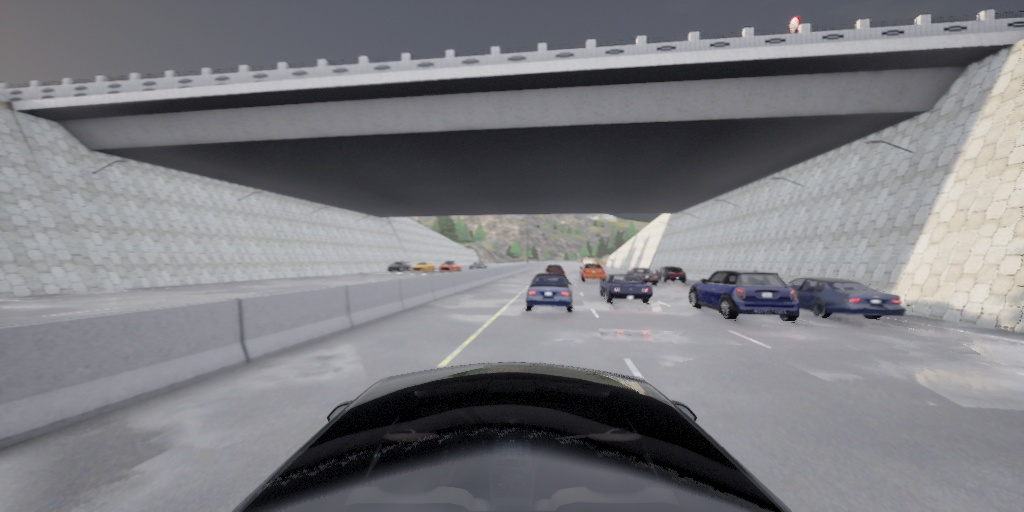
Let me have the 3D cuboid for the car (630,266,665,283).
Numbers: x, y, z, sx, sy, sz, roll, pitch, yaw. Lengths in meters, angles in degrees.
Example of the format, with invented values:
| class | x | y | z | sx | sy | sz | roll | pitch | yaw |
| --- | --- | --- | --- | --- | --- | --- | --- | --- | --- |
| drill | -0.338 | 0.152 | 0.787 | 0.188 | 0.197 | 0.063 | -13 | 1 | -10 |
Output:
| class | x | y | z | sx | sy | sz | roll | pitch | yaw |
| --- | --- | --- | --- | --- | --- | --- | --- | --- | --- |
| car | 10.468 | 1.649 | 29.368 | 2.033 | 1.411 | 5.357 | 1 | 0 | 8 |

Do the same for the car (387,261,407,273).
| class | x | y | z | sx | sy | sz | roll | pitch | yaw |
| --- | --- | --- | --- | --- | --- | --- | --- | --- | --- |
| car | -15.376 | 1.473 | 49.244 | 1.837 | 1.490 | 4.892 | 1 | 0 | 7 |

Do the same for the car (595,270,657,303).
| class | x | y | z | sx | sy | sz | roll | pitch | yaw |
| --- | --- | --- | --- | --- | --- | --- | --- | --- | --- |
| car | 5.514 | 1.550 | 17.973 | 1.895 | 1.301 | 4.718 | 1 | 0 | 8 |

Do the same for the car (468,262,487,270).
| class | x | y | z | sx | sy | sz | roll | pitch | yaw |
| --- | --- | --- | --- | --- | --- | --- | --- | --- | --- |
| car | -4.744 | 1.586 | 49.608 | 2.128 | 1.511 | 4.902 | 1 | 0 | 7 |

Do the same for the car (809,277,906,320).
| class | x | y | z | sx | sy | sz | roll | pitch | yaw |
| --- | --- | --- | --- | --- | --- | --- | --- | --- | --- |
| car | 12.056 | 1.539 | 14.037 | 2.033 | 1.411 | 5.357 | 1 | 0 | 8 |

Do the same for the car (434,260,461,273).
| class | x | y | z | sx | sy | sz | roll | pitch | yaw |
| --- | --- | --- | --- | --- | --- | --- | --- | --- | --- |
| car | -8.396 | 1.395 | 48.634 | 2.097 | 1.767 | 4.553 | 1 | 0 | 7 |

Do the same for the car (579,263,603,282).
| class | x | y | z | sx | sy | sz | roll | pitch | yaw |
| --- | --- | --- | --- | --- | --- | --- | --- | --- | --- |
| car | 7.539 | 1.457 | 33.917 | 2.097 | 1.767 | 4.553 | 1 | -1 | 7 |

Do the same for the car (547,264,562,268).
| class | x | y | z | sx | sy | sz | roll | pitch | yaw |
| --- | --- | --- | --- | --- | --- | --- | --- | --- | --- |
| car | 4.198 | 1.556 | 35.379 | 1.882 | 1.535 | 5.008 | 1 | -1 | 7 |

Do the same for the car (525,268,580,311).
| class | x | y | z | sx | sy | sz | roll | pitch | yaw |
| --- | --- | --- | --- | --- | --- | --- | --- | --- | --- |
| car | 1.639 | 1.430 | 15.357 | 2.033 | 1.411 | 5.357 | 1 | 0 | 8 |

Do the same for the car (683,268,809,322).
| class | x | y | z | sx | sy | sz | roll | pitch | yaw |
| --- | --- | --- | --- | --- | --- | --- | --- | --- | --- |
| car | 8.468 | 1.298 | 13.596 | 2.097 | 1.767 | 4.553 | 1 | -1 | 8 |

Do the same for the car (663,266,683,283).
| class | x | y | z | sx | sy | sz | roll | pitch | yaw |
| --- | --- | --- | --- | --- | --- | --- | --- | --- | --- |
| car | 14.496 | 1.682 | 33.136 | 1.837 | 1.490 | 4.892 | 1 | -1 | 7 |

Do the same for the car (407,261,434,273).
| class | x | y | z | sx | sy | sz | roll | pitch | yaw |
| --- | --- | --- | --- | --- | --- | --- | --- | --- | --- |
| car | -11.928 | 1.481 | 48.629 | 1.882 | 1.535 | 5.008 | 1 | 0 | 7 |
